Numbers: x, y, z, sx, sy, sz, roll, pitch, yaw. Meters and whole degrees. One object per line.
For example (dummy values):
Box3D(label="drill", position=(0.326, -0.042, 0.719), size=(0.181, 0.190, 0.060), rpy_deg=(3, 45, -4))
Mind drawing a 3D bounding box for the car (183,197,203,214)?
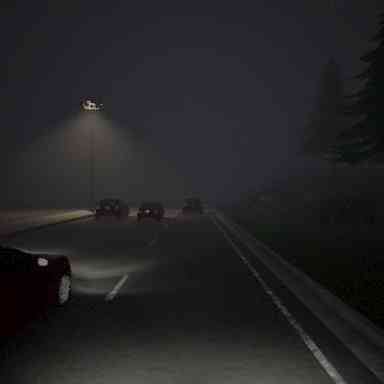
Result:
Box3D(label="car", position=(0.097, 1.352, 35.325), size=(2.097, 1.767, 4.553), rpy_deg=(0, 0, 0))

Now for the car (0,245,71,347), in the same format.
Box3D(label="car", position=(-3.402, 1.477, 4.841), size=(1.882, 1.535, 5.008), rpy_deg=(0, 0, 0))

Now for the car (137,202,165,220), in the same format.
Box3D(label="car", position=(-3.401, 1.547, 28.022), size=(2.033, 1.411, 5.357), rpy_deg=(0, 0, 0))

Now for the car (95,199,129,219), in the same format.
Box3D(label="car", position=(-6.900, 1.351, 29.285), size=(2.097, 1.767, 4.553), rpy_deg=(0, 0, 0))

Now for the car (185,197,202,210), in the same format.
Box3D(label="car", position=(0.265, 1.491, 44.548), size=(2.128, 1.511, 4.902), rpy_deg=(0, 0, 2))
